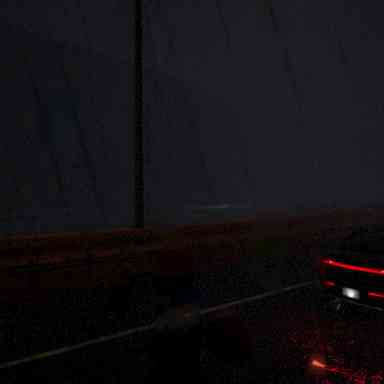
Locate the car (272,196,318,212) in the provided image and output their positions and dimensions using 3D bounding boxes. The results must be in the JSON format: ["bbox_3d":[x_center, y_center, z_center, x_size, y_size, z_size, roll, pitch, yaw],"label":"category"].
[{"bbox_3d":[11.358,1.262,36.540,5.008,1.535,1.882,0,0,-29],"label":"car"}]

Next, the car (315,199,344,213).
[{"bbox_3d":[13.965,1.345,30.034,5.357,1.411,2.033,0,0,-30],"label":"car"}]

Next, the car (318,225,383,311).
[{"bbox_3d":[4.701,1.451,7.098,4.892,1.490,1.837,-1,1,-35],"label":"car"}]

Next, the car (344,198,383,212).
[{"bbox_3d":[14.705,1.286,26.374,5.008,1.535,1.882,0,0,-30],"label":"car"}]

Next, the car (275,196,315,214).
[{"bbox_3d":[11.067,1.351,32.397,5.357,1.411,2.033,0,0,-30],"label":"car"}]
